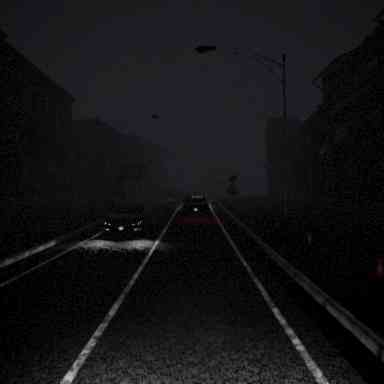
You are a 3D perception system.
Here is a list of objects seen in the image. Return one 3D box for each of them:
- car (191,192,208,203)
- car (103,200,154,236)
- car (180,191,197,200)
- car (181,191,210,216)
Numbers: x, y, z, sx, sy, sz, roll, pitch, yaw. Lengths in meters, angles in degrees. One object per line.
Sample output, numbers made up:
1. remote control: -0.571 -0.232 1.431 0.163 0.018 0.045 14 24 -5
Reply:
1. car: 1.040 0.646 42.905 1.895 1.301 4.718 0 0 5
2. car: -2.978 1.209 16.453 1.837 1.490 4.892 0 2 1
3. car: -0.567 0.582 56.920 2.033 1.411 5.357 0 0 9
4. car: 0.286 0.893 24.874 2.128 1.511 4.902 0 2 1
